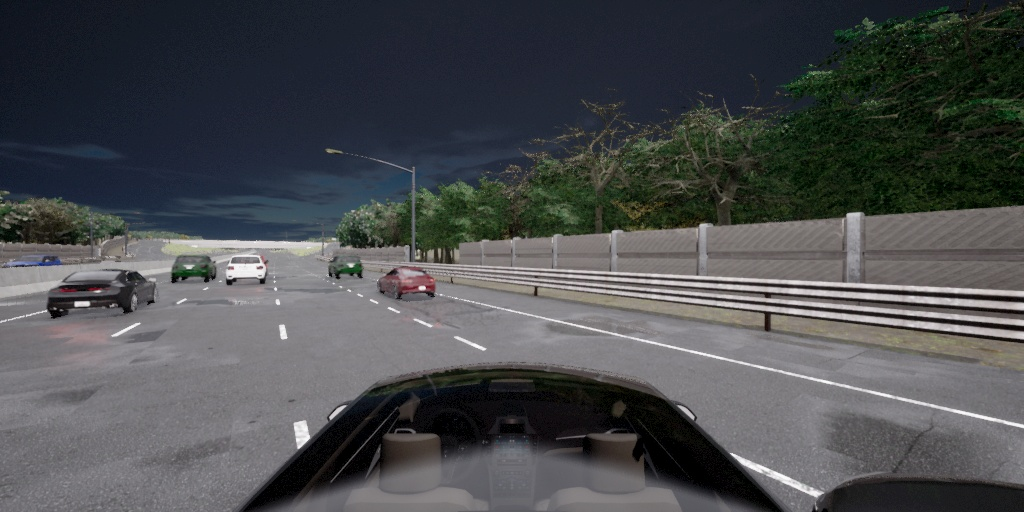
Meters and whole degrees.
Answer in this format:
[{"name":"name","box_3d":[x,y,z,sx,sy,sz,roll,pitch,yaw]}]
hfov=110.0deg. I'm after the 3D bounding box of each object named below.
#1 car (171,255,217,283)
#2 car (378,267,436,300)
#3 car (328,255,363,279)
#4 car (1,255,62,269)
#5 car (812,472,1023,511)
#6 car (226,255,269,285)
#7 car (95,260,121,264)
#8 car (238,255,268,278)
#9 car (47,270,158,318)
[{"name":"car","box_3d":[-24.803,0.950,28.100,2.150,2.045,5.566,0,0,-34]},{"name":"car","box_3d":[-5.297,1.271,17.909,1.812,1.442,4.674,0,0,-34]},{"name":"car","box_3d":[-15.210,0.952,32.641,2.150,2.045,5.566,0,0,-35]},{"name":"car","box_3d":[-46.327,0.928,34.791,2.150,2.045,5.566,0,0,-33]},{"name":"car","box_3d":[2.987,1.315,0.391,4.181,1.385,1.994,0,0,34]},{"name":"car","box_3d":[-19.273,0.956,26.139,2.150,2.045,5.566,0,0,-34]},{"name":"car","box_3d":[-46.460,1.229,41.355,1.812,1.442,4.674,0,0,-33]},{"name":"car","box_3d":[-25.268,0.945,35.097,2.150,2.045,5.566,0,0,-34]},{"name":"car","box_3d":[-14.797,1.249,13.217,1.837,1.490,4.892,0,0,-34]}]
